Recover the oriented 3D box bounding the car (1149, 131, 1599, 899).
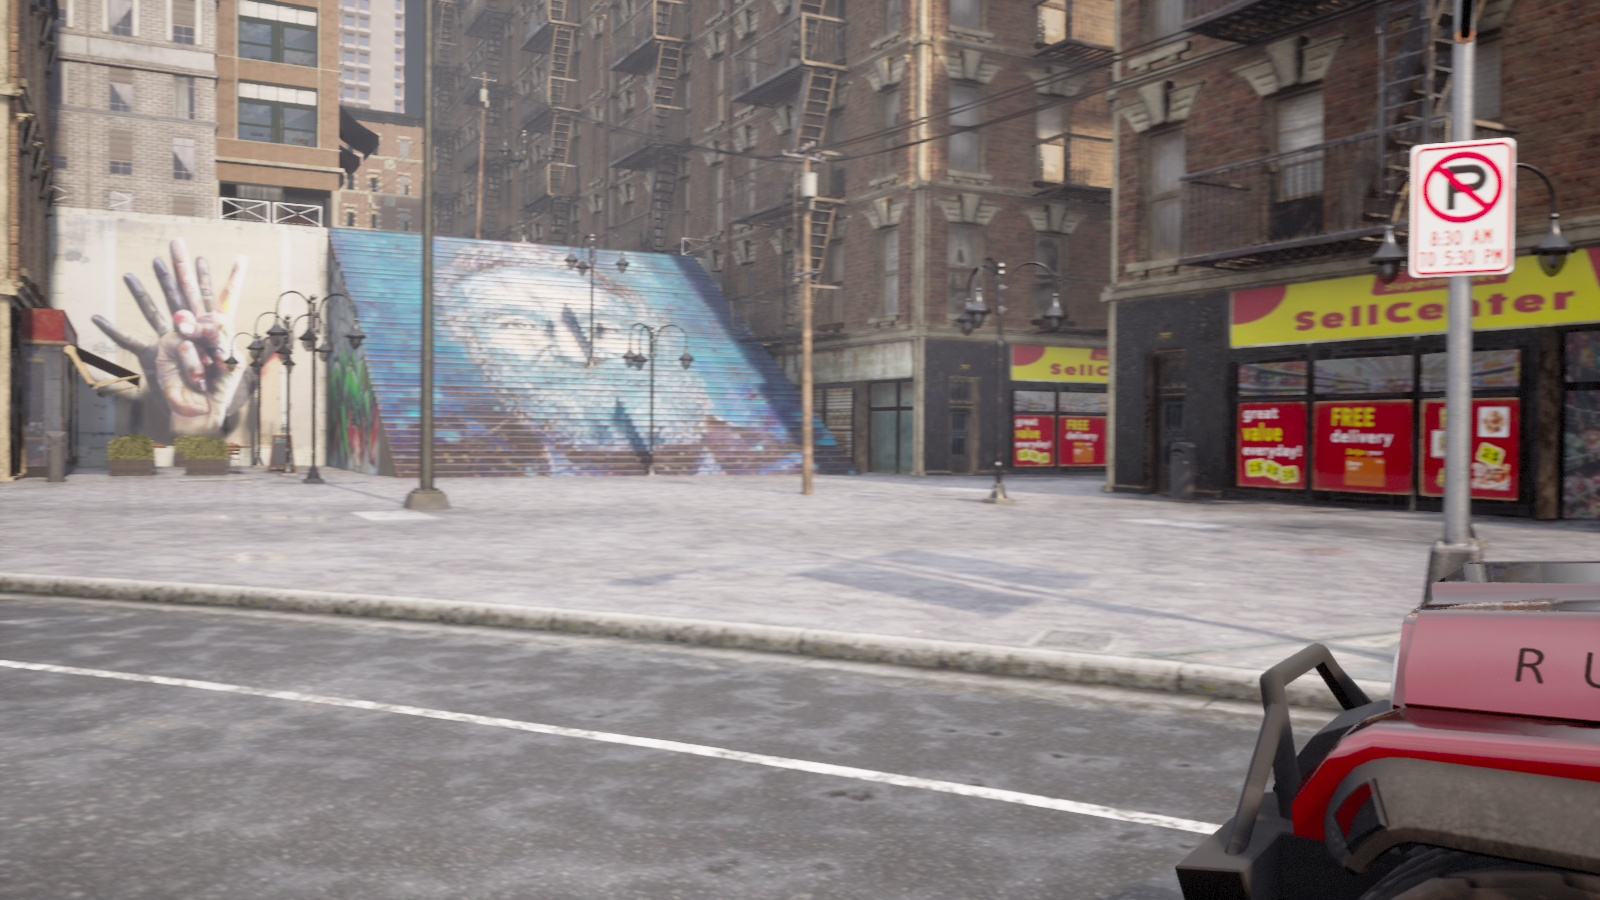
[{"bbox_3d":[2.734,0.474,1.834,3.866,1.878,1.905,0,1,35],"label":"car"}]
